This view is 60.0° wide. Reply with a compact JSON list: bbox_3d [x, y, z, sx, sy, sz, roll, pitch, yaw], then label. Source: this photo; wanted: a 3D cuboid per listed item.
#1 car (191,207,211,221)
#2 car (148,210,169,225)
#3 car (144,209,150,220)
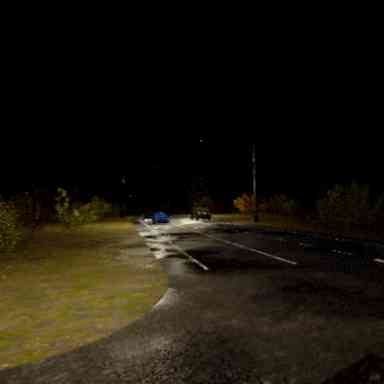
[{"bbox_3d":[1.295,3.384,50.947,2.150,2.045,5.566,-1,-2,-12],"label":"car"},{"bbox_3d":[-4.068,3.389,42.462,1.882,1.535,5.008,-1,-2,-12],"label":"car"},{"bbox_3d":[-7.762,4.322,61.279,1.994,1.385,4.181,-1,-2,-9],"label":"car"}]
